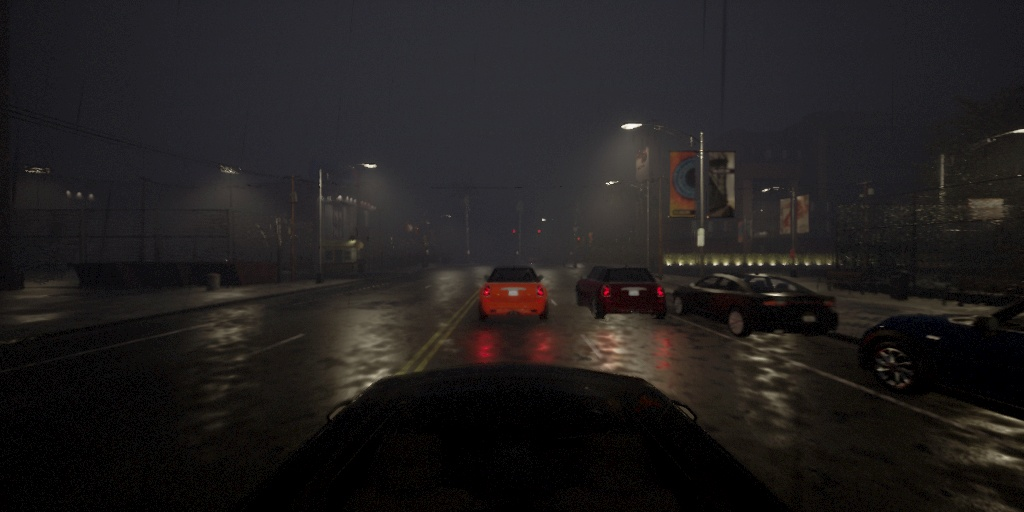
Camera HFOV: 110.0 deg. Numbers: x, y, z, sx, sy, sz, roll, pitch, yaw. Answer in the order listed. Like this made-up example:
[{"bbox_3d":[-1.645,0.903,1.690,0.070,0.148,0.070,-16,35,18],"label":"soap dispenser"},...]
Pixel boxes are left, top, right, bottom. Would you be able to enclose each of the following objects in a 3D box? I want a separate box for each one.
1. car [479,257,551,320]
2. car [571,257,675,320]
[{"bbox_3d":[0.063,1.068,12.533,2.097,1.767,4.553,0,1,0],"label":"car"},{"bbox_3d":[3.562,1.067,12.548,2.097,1.767,4.553,0,1,0],"label":"car"}]
